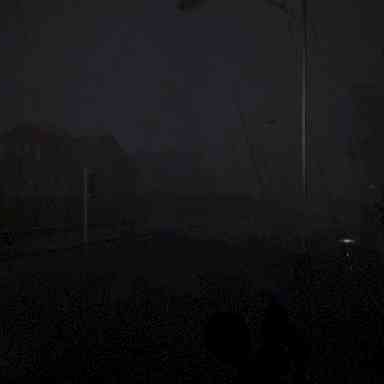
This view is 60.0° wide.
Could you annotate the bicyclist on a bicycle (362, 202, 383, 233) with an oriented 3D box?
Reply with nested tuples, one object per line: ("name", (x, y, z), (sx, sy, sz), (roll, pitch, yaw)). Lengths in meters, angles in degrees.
("bicyclist on a bicycle", (9.638, 1.349, 17.023), (1.656, 1.620, 0.582), (0, 0, 31))

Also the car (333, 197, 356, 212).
("car", (17.989, 1.352, 39.148), (2.097, 1.767, 4.553), (0, 0, 32))

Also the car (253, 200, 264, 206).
("car", (7.350, 1.356, 46.532), (5.357, 1.415, 2.033), (0, 0, 34))
